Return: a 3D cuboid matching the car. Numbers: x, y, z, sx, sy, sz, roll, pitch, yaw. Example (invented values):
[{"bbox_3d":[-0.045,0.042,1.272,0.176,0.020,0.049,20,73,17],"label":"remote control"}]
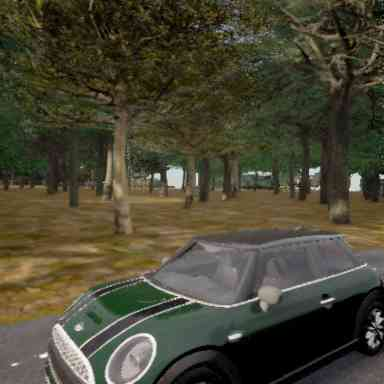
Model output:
[{"bbox_3d":[0.579,1.344,4.406,4.553,1.767,2.097,0,0,-36],"label":"car"}]
